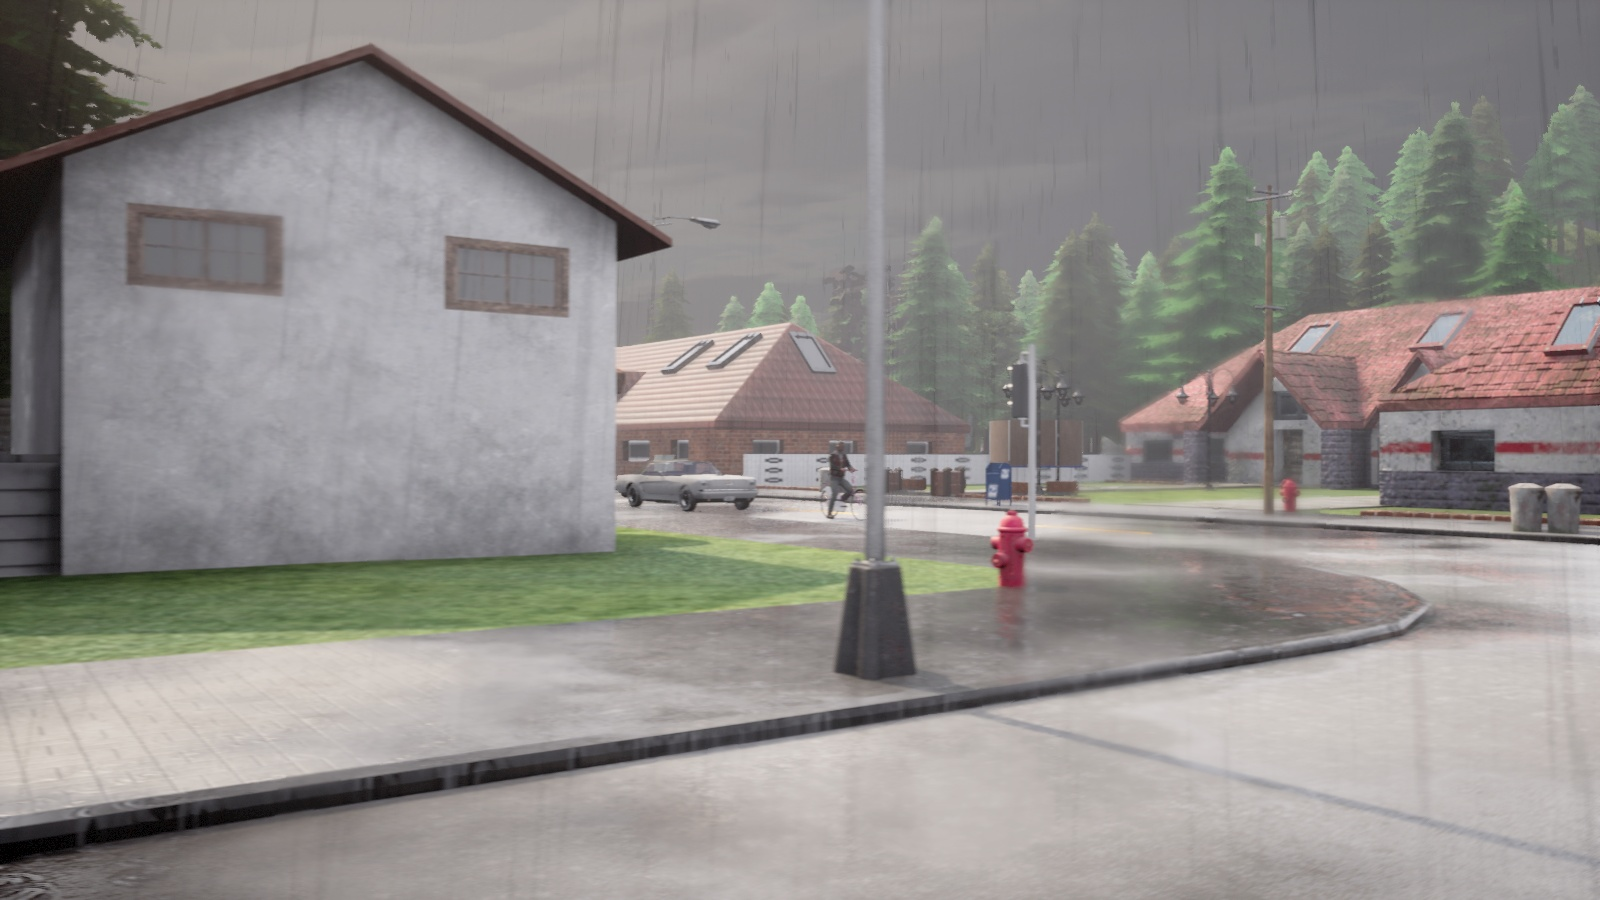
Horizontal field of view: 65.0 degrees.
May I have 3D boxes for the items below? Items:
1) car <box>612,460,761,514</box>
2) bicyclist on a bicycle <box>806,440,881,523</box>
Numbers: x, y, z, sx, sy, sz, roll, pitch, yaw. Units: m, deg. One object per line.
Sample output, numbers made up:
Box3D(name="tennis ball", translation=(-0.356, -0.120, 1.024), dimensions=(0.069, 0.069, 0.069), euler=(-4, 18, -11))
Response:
Box3D(name="car", translation=(-3.128, 0.934, 33.637), dimensions=(1.895, 1.301, 4.718), euler=(0, 0, -35))
Box3D(name="bicyclist on a bicycle", translation=(0.946, 0.681, 27.778), dimensions=(0.659, 1.776, 1.843), euler=(0, 0, -35))
